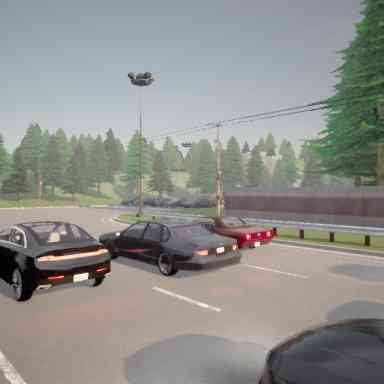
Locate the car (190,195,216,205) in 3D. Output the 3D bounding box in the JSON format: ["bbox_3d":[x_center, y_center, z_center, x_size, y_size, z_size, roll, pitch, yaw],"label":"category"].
[{"bbox_3d":[1.956,1.354,59.339,4.553,1.767,2.097,0,0,-43],"label":"car"}]

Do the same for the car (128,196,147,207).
[{"bbox_3d":[-6.748,1.491,51.268,4.902,1.511,2.128,0,0,-43],"label":"car"}]

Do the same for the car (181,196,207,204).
[{"bbox_3d":[0.379,1.505,62.633,4.892,1.490,1.837,0,0,-43],"label":"car"}]

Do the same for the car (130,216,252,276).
[{"bbox_3d":[-0.976,1.547,10.443,2.033,1.411,5.357,0,0,-43],"label":"car"}]

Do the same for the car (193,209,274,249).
[{"bbox_3d":[0.844,1.601,13.636,1.895,1.301,4.718,0,0,-43],"label":"car"}]

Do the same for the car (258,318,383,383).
[{"bbox_3d":[2.606,1.505,1.672,1.837,1.490,4.892,0,0,-43],"label":"car"}]

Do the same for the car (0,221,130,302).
[{"bbox_3d":[-3.871,1.491,8.423,2.128,1.511,4.902,0,0,-43],"label":"car"}]

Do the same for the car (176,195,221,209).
[{"bbox_3d":[0.888,1.547,44.031,5.357,1.411,2.033,0,0,-43],"label":"car"}]

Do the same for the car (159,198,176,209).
[{"bbox_3d":[-1.826,1.525,46.268,4.674,1.442,1.812,0,0,-42],"label":"car"}]

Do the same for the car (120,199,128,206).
[{"bbox_3d":[-9.227,1.503,53.742,4.892,1.490,1.837,0,0,-43],"label":"car"}]

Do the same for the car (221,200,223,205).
[{"bbox_3d":[3.261,1.564,55.775,4.181,1.385,1.994,0,0,-43],"label":"car"}]

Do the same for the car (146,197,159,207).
[{"bbox_3d":[-4.077,1.564,48.973,4.181,1.385,1.994,0,0,-43],"label":"car"}]
